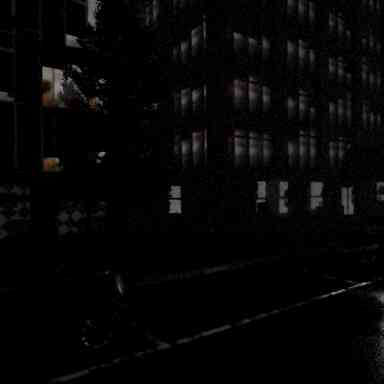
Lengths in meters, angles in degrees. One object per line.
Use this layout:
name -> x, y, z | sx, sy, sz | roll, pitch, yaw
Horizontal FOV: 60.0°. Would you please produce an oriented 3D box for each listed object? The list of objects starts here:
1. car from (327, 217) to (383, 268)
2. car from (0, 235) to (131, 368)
car -> 6.247, 1.523, 11.021 | 4.403, 1.369, 2.008 | 0, 0, -35
car -> -3.009, 1.440, 4.423 | 4.097, 1.590, 1.967 | 0, 0, -35
